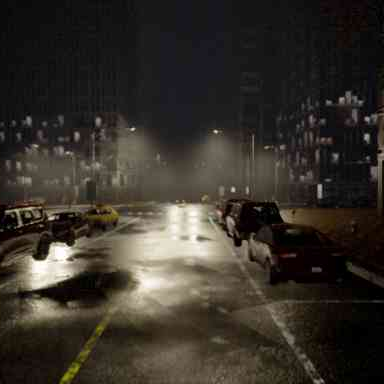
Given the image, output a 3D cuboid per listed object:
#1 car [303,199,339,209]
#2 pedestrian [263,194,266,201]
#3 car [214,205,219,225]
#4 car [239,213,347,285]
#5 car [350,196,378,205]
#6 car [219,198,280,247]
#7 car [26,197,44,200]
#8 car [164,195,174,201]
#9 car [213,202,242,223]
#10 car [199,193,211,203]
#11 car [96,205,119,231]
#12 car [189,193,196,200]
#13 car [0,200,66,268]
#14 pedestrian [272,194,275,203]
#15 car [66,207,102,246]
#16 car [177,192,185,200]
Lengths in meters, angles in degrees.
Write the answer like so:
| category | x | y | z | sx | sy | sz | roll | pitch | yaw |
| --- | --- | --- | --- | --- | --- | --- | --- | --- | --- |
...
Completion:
| category | x | y | z | sx | sy | sz | roll | pitch | yaw |
| --- | --- | --- | --- | --- | --- | --- | --- | --- | --- |
| car | 16.137 | 1.511 | 41.532 | 4.313 | 1.339 | 1.947 | 0 | 1 | -5 |
| pedestrian | 7.143 | 1.124 | 32.805 | 0.375 | 1.860 | 0.375 | -1 | 1 | 0 |
| car | 2.677 | 1.298 | 20.634 | 2.192 | 1.841 | 5.009 | -1 | 0 | 0 |
| car | 2.679 | 1.538 | 9.382 | 1.887 | 1.381 | 4.507 | -1 | 0 | 0 |
| car | 26.450 | 1.268 | 50.897 | 4.313 | 1.339 | 1.947 | 0 | 1 | -5 |
| car | 2.676 | 1.303 | 15.008 | 2.192 | 1.841 | 5.009 | -1 | 0 | 0 |
| car | -22.563 | 1.432 | 46.388 | 4.097 | 1.590 | 1.967 | 0 | 1 | -5 |
| car | -5.822 | 1.472 | 81.430 | 1.947 | 1.339 | 4.313 | -1 | 0 | 0 |
| car | 2.684 | 1.560 | 26.259 | 1.802 | 1.307 | 4.206 | -1 | 0 | 0 |
| car | 2.821 | 1.457 | 65.797 | 1.752 | 1.417 | 4.829 | -1 | 0 | 0 |
| car | -5.699 | 1.509 | 20.466 | 1.752 | 1.417 | 4.829 | -1 | 0 | 0 |
| car | 0.020 | 1.475 | 90.472 | 1.895 | 1.301 | 4.718 | 0 | 0 | 0 |
| car | -5.706 | 1.308 | 9.384 | 2.192 | 1.841 | 5.009 | -1 | 0 | 0 |
| pedestrian | 8.143 | 1.147 | 33.406 | 0.375 | 1.860 | 0.375 | -1 | 1 | 0 |
| car | -5.700 | 1.570 | 15.011 | 1.802 | 1.307 | 4.206 | -1 | 0 | 0 |
| car | -2.982 | 1.120 | 87.315 | 2.150 | 2.045 | 5.566 | 0 | 0 | 0 |
